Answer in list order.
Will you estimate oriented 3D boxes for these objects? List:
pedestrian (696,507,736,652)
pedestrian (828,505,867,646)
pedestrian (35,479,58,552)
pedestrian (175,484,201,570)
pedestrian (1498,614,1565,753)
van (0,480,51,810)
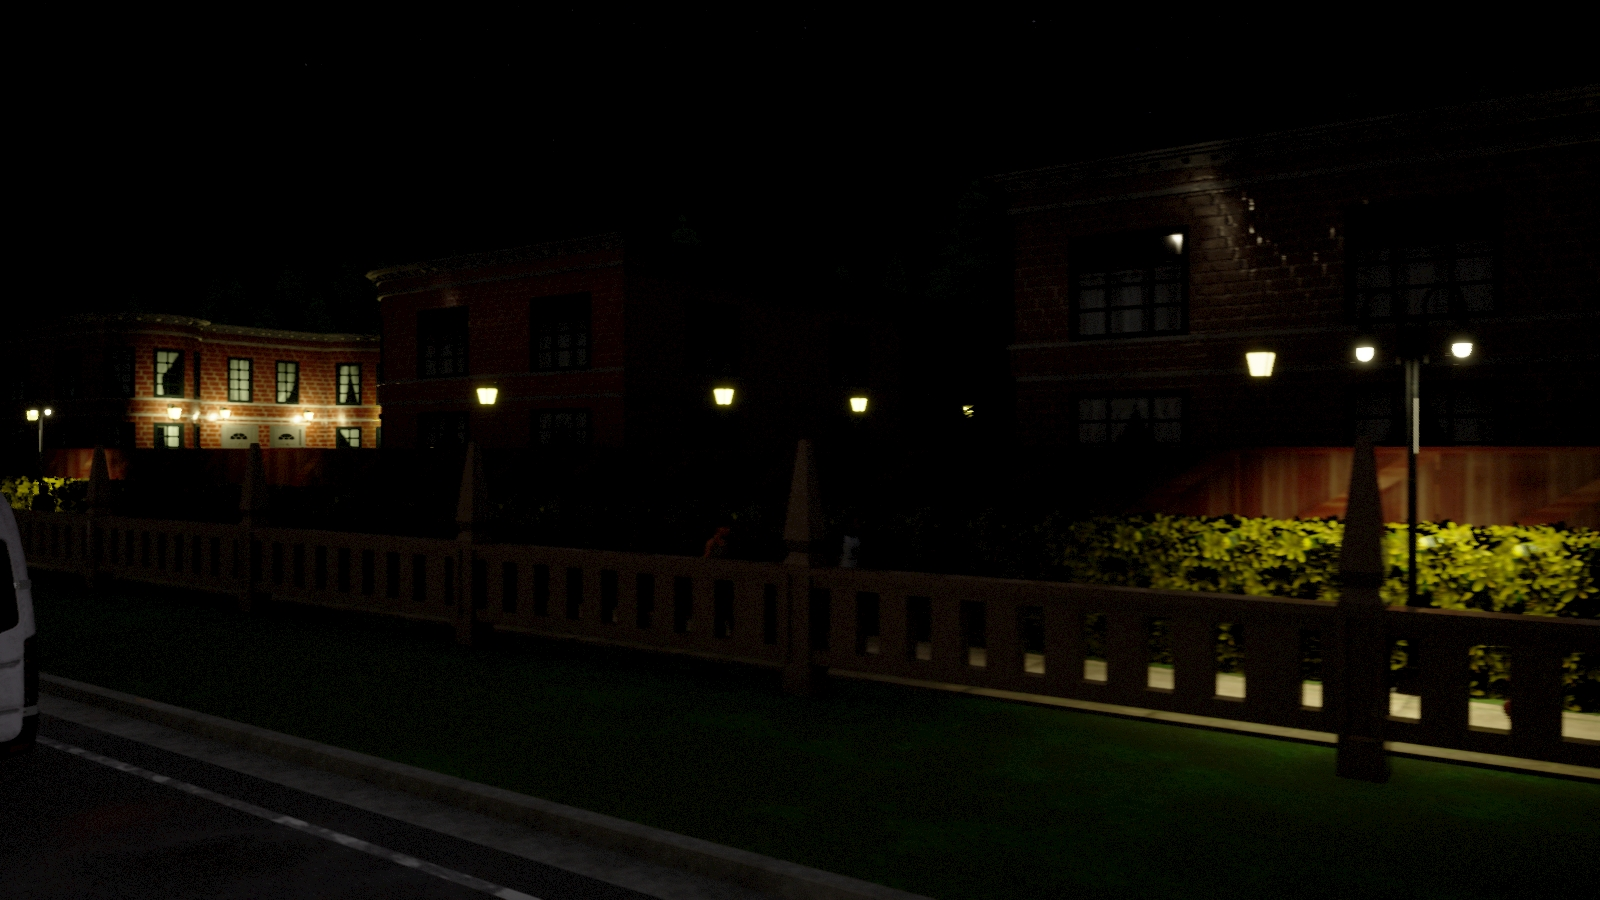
[{"bbox_3d":[-1.106,1.697,15.126,0.375,1.860,0.375,0,0,35],"label":"pedestrian"},{"bbox_3d":[0.647,1.697,15.561,0.375,1.860,0.375,0,0,39],"label":"pedestrian"},{"bbox_3d":[-19.554,1.699,29.641,0.375,1.860,0.375,0,0,35],"label":"pedestrian"},{"bbox_3d":[-13.571,1.698,25.341,0.375,1.860,0.375,0,0,35],"label":"pedestrian"},{"bbox_3d":[6.572,2.077,10.260,0.500,1.100,0.500,0,0,34],"label":"pedestrian"},{"bbox_3d":[-9.045,1.535,10.115,5.915,2.561,1.988,0,0,35],"label":"van"}]
